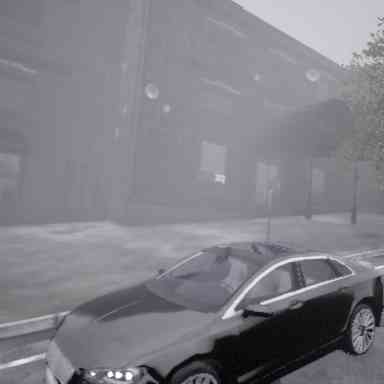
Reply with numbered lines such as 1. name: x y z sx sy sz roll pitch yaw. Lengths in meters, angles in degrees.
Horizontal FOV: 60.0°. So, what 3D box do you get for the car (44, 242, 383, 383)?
1. car: 0.703 1.502 4.491 4.902 1.511 2.128 0 0 -35
